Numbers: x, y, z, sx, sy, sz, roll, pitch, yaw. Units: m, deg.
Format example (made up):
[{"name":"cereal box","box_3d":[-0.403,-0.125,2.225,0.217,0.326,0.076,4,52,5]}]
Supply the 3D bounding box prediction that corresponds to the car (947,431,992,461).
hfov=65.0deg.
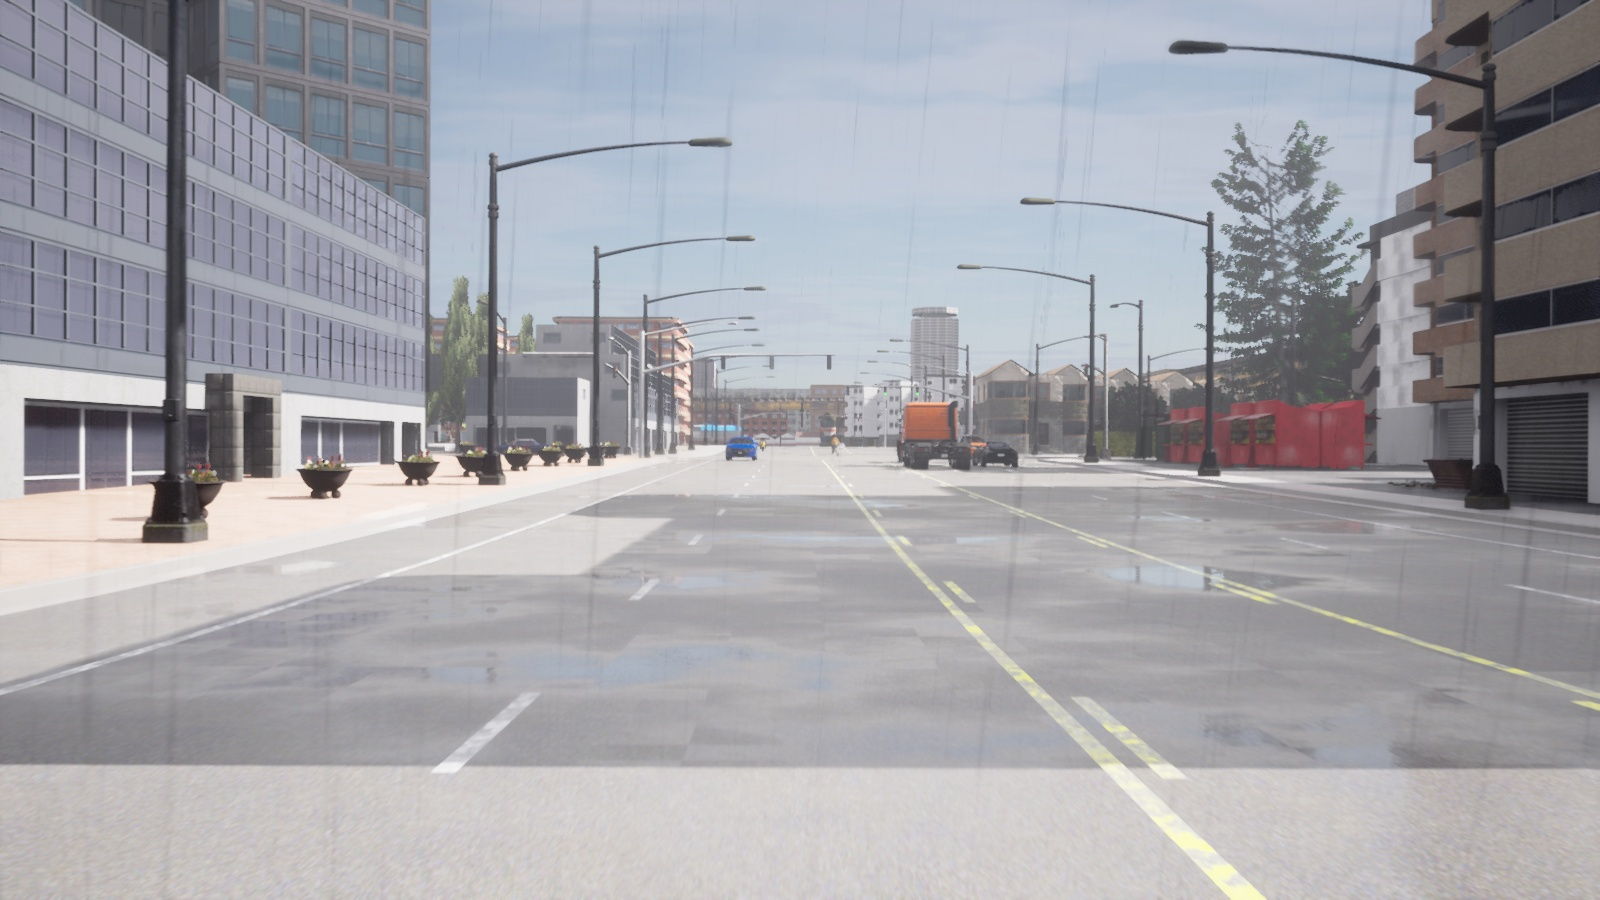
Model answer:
[{"name":"car","box_3d":[10.309,-0.240,76.556,2.097,1.767,4.553,0,1,0]}]

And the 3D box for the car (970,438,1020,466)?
[{"name":"car","box_3d":[10.336,0.097,66.816,1.994,1.385,4.181,0,1,0]}]

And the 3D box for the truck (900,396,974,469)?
[{"name":"truck","box_3d":[6.839,-0.886,63.747,2.891,3.462,7.936,0,1,0]}]

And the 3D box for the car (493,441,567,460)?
[{"name":"car","box_3d":[-18.578,0.013,86.598,4.718,1.301,1.895,0,0,0]}]

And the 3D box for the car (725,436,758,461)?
[{"name":"car","box_3d":[-3.698,-0.102,79.881,1.882,1.535,5.008,0,1,0]}]
